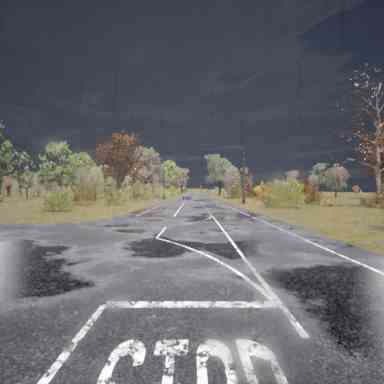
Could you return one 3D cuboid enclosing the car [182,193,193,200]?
[{"bbox_3d":[-1.620,1.316,94.034,1.882,1.535,5.008,0,0,8],"label":"car"}]
